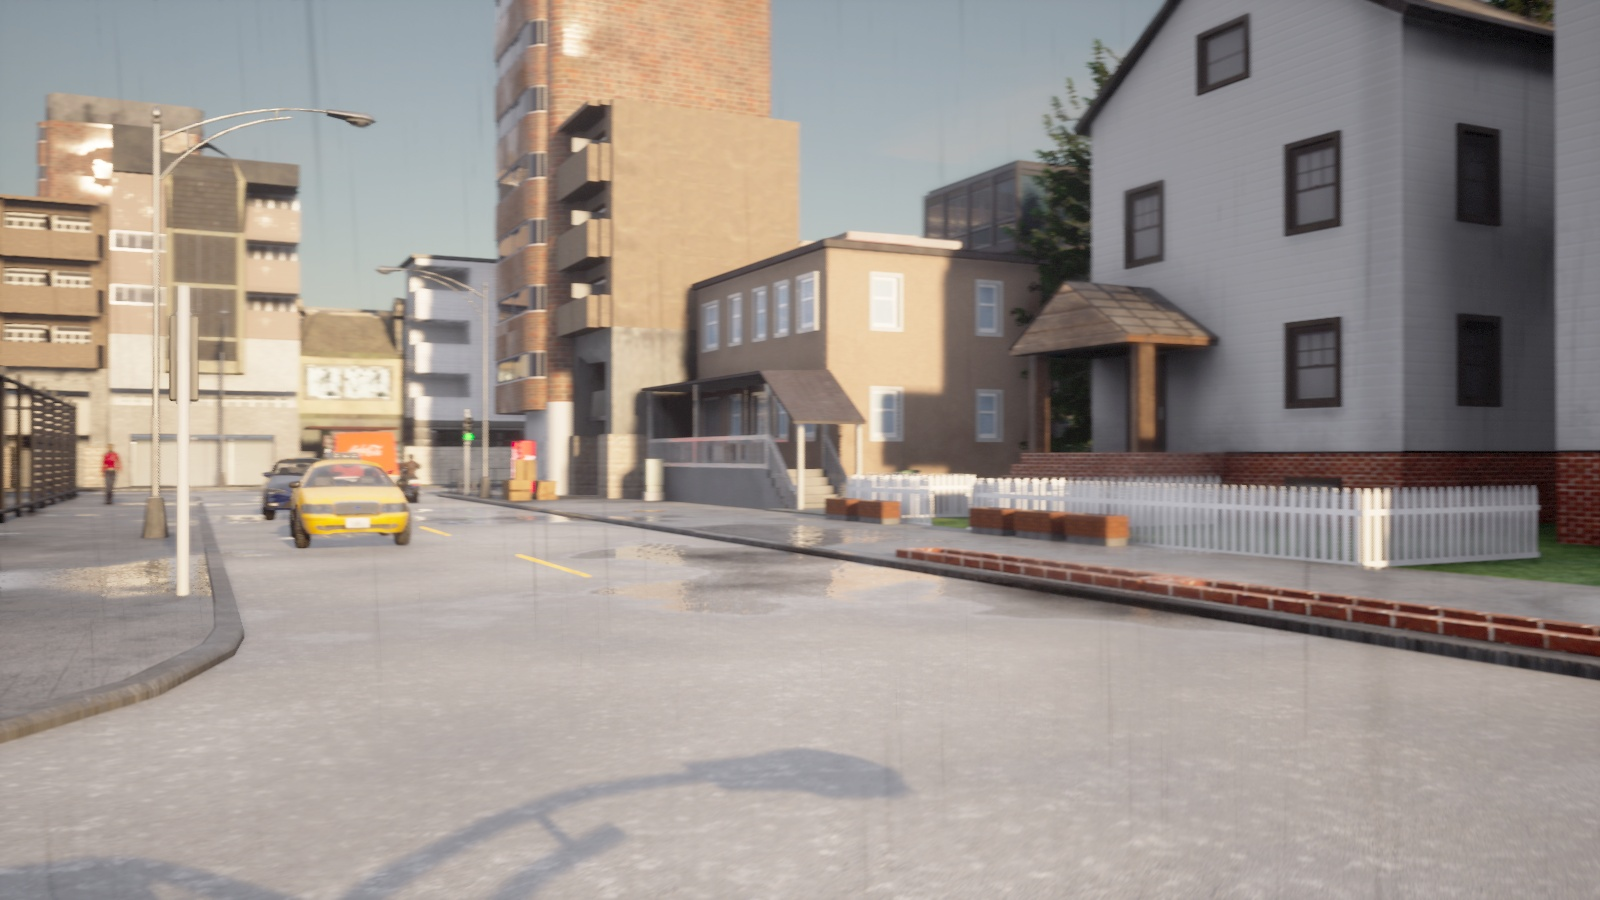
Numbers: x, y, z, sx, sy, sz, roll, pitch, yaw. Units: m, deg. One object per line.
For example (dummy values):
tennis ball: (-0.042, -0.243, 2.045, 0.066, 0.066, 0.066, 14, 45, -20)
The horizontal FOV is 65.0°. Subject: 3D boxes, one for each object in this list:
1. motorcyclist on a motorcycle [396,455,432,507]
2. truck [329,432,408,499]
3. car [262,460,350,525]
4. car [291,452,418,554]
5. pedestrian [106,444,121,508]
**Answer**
motorcyclist on a motorcycle: (-12.585, 0.982, 40.871, 0.766, 1.649, 2.350, 0, -1, -26)
truck: (-17.468, 0.619, 50.629, 2.627, 2.467, 5.204, -2, 0, -22)
car: (-12.314, 0.990, 31.174, 1.816, 1.474, 4.193, 0, 0, -24)
car: (-8.066, 0.847, 22.442, 1.801, 1.575, 5.366, 0, 0, -23)
pedestrian: (-19.900, 0.749, 36.414, 0.331, 1.846, 0.636, 0, 0, -25)
